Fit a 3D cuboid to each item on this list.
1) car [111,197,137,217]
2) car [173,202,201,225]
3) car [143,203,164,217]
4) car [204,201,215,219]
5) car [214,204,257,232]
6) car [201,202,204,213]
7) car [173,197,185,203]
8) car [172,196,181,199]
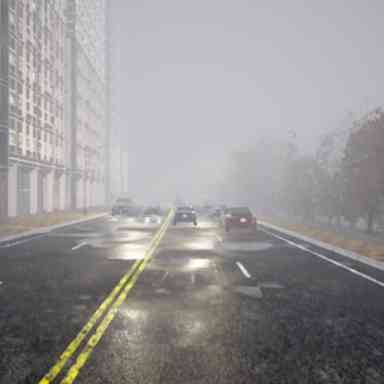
[{"bbox_3d":[-7.385,1.595,36.574,2.150,2.045,5.566,0,-1,-2],"label":"car"},{"bbox_3d":[-0.560,1.819,26.595,2.033,1.411,5.357,0,-1,-1],"label":"car"},{"bbox_3d":[-4.121,1.932,36.171,1.994,1.385,4.181,0,-1,-2],"label":"car"},{"bbox_3d":[2.623,1.881,32.965,2.033,1.411,5.357,0,-1,-2],"label":"car"},{"bbox_3d":[2.961,1.728,21.944,2.163,1.488,4.792,0,-1,-1],"label":"car"},{"bbox_3d":[2.156,1.933,44.012,2.128,1.511,4.902,0,-1,-3],"label":"car"},{"bbox_3d":[-2.390,2.218,66.600,1.994,1.385,4.181,0,0,-4],"label":"car"},{"bbox_3d":[-3.311,1.972,77.533,2.150,2.045,5.566,0,-1,-5],"label":"car"}]
